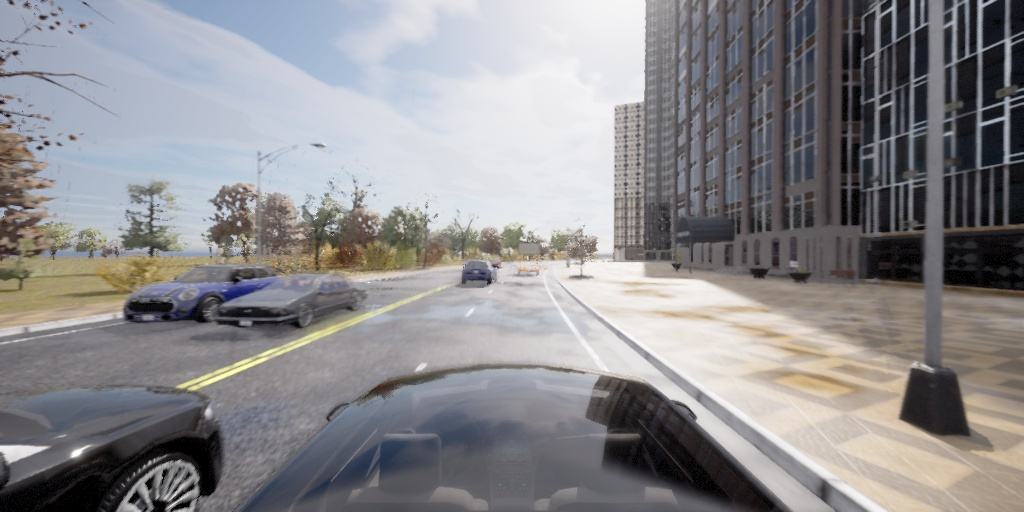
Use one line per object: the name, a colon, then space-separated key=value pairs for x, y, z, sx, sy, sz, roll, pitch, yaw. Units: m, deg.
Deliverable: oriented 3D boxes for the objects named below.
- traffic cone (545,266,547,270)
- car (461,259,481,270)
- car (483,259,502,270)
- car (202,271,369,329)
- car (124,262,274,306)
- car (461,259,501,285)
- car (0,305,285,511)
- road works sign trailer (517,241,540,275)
traffic cone: x=4.924 y=1.733 z=51.515 sx=0.340 sy=0.580 sz=0.340 roll=0 pitch=0 yaw=7
car: x=-6.116 y=1.198 z=54.102 sx=1.882 sy=1.535 sz=5.008 roll=0 pitch=0 yaw=8
car: x=-2.896 y=1.215 z=53.668 sx=1.882 sy=1.535 sz=5.008 roll=0 pitch=0 yaw=8
car: x=-6.466 y=1.267 z=11.468 sx=2.033 sy=1.411 sz=5.357 roll=0 pitch=0 yaw=2
car: x=-9.683 y=1.057 z=11.849 sx=2.097 sy=1.767 sz=4.553 roll=0 pitch=0 yaw=2
car: x=-2.309 y=1.092 z=26.350 sx=2.097 sy=1.767 sz=4.553 roll=0 pitch=0 yaw=4
car: x=-3.120 y=1.229 z=0.766 sx=2.128 sy=1.511 sz=4.902 roll=0 pitch=0 yaw=0
road works sign trailer: x=1.821 y=0.225 z=38.787 sx=2.380 sy=3.560 sz=2.880 roll=0 pitch=0 yaw=7
